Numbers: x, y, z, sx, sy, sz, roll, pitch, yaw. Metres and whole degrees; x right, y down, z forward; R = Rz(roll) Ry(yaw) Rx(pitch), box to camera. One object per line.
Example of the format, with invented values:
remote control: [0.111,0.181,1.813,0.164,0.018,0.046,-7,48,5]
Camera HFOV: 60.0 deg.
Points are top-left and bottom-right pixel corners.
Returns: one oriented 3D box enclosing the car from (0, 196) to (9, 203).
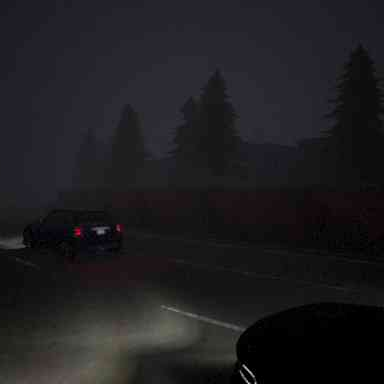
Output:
car: [-40.327,1.662,70.018,1.882,1.535,5.008,0,0,-4]

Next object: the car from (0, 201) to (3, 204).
car: [-17.139,1.618,27.385,2.033,1.411,5.357,0,0,-34]

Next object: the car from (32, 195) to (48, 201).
car: [-39.281,1.447,85.836,2.097,1.767,4.553,0,0,7]

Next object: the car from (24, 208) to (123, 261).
car: [-4.687,1.389,12.832,4.553,1.767,2.097,0,0,43]

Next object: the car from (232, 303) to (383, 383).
car: [2.664,1.488,2.212,5.008,1.535,1.882,0,0,35]
